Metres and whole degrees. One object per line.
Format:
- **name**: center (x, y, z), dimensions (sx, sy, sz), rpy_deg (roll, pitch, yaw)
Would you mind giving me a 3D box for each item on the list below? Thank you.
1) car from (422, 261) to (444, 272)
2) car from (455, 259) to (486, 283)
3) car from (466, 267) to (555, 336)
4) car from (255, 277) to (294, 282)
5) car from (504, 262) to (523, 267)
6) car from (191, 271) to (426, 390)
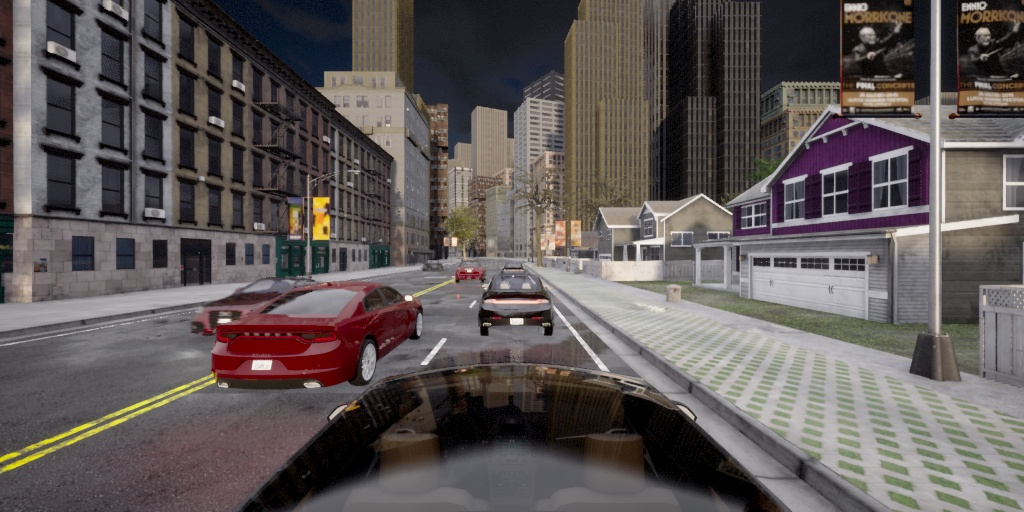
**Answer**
- **car**: center (-9.808, 1.283, 44.705), dimensions (1.994, 1.385, 4.181), rpy_deg (0, 0, 0)
- **car**: center (-3.124, 1.090, 27.815), dimensions (2.097, 1.767, 4.553), rpy_deg (0, 0, -2)
- **car**: center (0.106, 1.239, 10.381), dimensions (2.128, 1.511, 4.902), rpy_deg (0, 0, 0)
- **car**: center (-6.594, 1.312, 10.221), dimensions (1.994, 1.385, 4.181), rpy_deg (0, 0, 0)
- **car**: center (0.116, 1.229, 27.800), dimensions (2.128, 1.511, 4.902), rpy_deg (0, 0, 0)
- **car**: center (-3.148, 1.227, 7.006), dimensions (1.882, 1.535, 5.008), rpy_deg (0, 0, 0)
